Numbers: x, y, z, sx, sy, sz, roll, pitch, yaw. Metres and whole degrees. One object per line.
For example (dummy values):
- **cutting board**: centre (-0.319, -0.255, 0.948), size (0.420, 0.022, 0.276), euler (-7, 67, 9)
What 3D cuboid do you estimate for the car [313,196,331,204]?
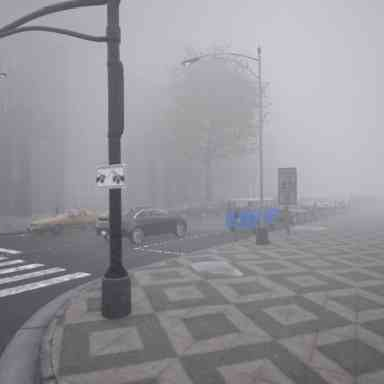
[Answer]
- **car**: centre (24.258, 1.453, 61.889), size (2.008, 1.369, 4.403), euler (-1, -1, 36)

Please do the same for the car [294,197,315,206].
- **car**: centre (18.075, 1.492, 53.305), size (1.947, 1.339, 4.313), euler (-1, 0, 36)

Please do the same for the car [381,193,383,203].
- **car**: centre (31.989, 1.275, 58.040), size (1.752, 1.417, 4.829), euler (-1, -1, 36)

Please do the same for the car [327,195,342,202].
- **car**: centre (30.027, 1.433, 69.900), size (2.008, 1.369, 4.403), euler (-1, -1, 36)

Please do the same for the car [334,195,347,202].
- **car**: centre (33.209, 1.416, 74.318), size (1.887, 1.381, 4.507), euler (-1, -1, 36)

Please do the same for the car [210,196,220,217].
- **car**: centre (2.618, 1.307, 31.848), size (2.192, 1.841, 5.009), euler (-1, 0, 36)

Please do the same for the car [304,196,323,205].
- **car**: centre (21.067, 1.440, 57.460), size (1.752, 1.417, 4.829), euler (-1, -1, 36)

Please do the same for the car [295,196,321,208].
- **car**: centre (15.995, 1.387, 45.696), size (2.128, 1.511, 4.902), euler (-1, -1, 36)

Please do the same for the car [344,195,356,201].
- **car**: centre (39.572, 1.401, 83.154), size (2.008, 1.369, 4.403), euler (-1, -1, 36)

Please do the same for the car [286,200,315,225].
- **car**: centre (6.582, 1.422, 22.761), size (1.947, 1.339, 4.313), euler (-1, 0, 36)

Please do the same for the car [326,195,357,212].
- **car**: centre (16.072, 1.363, 35.939), size (2.008, 1.369, 4.403), euler (-1, 0, 36)

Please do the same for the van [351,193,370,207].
- **van**: centre (22.396, 1.127, 44.725), size (1.690, 1.788, 3.998), euler (-1, 0, 36)

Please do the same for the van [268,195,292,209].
- **van**: centre (11.891, 1.293, 44.724), size (1.690, 1.788, 3.998), euler (-1, 0, 36)

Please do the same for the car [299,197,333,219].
- **car**: centre (9.745, 1.386, 27.153), size (1.887, 1.381, 4.507), euler (-1, 0, 36)

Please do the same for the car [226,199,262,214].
- **car**: centre (5.712, 1.529, 36.139), size (2.008, 1.369, 4.403), euler (-1, 0, 36)

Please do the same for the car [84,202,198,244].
- **car**: centre (-2.142, 1.429, 15.379), size (2.128, 1.511, 4.902), euler (-1, -1, 36)

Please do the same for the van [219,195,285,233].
- **van**: centre (3.415, 1.213, 18.370), size (1.690, 1.788, 3.998), euler (-1, 0, 36)

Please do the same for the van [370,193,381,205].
- **van**: centre (28.724, 1.103, 53.511), size (1.690, 1.788, 3.998), euler (-1, -1, 36)

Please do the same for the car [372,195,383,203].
- **car**: centre (35.054, 1.304, 62.294), size (1.947, 1.339, 4.313), euler (-1, -1, 36)

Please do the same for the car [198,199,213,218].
- **car**: centre (-0.470, 1.552, 27.555), size (1.887, 1.381, 4.507), euler (-1, 0, 36)

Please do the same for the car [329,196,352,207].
- **car**: centre (21.838, 1.376, 48.674), size (2.033, 1.411, 5.357), euler (-1, -1, 36)

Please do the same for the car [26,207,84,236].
- **car**: centre (-6.758, 1.564, 18.835), size (1.752, 1.417, 4.829), euler (-1, 0, 36)

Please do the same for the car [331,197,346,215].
- **car**: centre (12.909, 1.408, 31.546), size (1.802, 1.307, 4.206), euler (-1, 0, 36)
